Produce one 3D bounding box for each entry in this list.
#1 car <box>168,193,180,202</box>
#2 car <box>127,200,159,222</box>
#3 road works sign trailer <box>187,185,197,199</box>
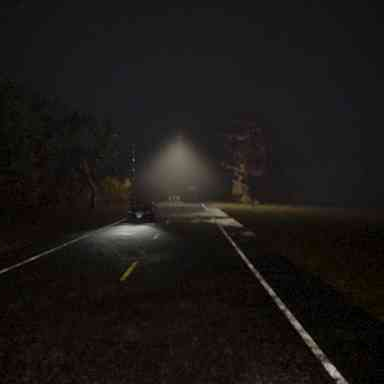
[{"bbox_3d":[-3.523,1.065,66.454,2.097,1.767,4.553,0,0,0],"label":"car"},{"bbox_3d":[-3.603,1.378,25.165,2.128,1.511,4.902,0,0,0],"label":"car"},{"bbox_3d":[-0.018,0.104,84.436,2.380,3.560,2.880,0,0,0],"label":"road works sign trailer"}]
